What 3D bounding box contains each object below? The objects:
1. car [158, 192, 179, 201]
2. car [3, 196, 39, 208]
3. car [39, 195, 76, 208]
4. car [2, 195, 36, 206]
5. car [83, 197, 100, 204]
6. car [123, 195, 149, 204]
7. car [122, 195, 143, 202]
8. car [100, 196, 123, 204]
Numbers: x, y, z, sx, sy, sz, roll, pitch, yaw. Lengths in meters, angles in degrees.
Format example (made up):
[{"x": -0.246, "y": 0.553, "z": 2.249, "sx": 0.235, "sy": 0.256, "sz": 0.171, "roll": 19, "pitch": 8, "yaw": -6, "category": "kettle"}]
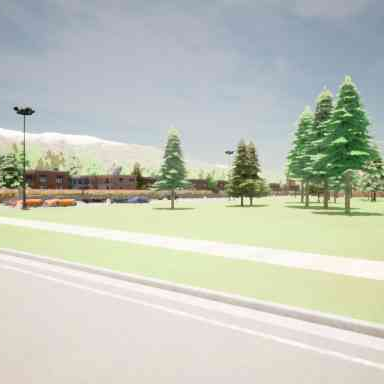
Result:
[{"x": -5.291, "y": 0.924, "z": 74.552, "sx": 2.150, "sy": 2.045, "sz": 5.566, "roll": 0, "pitch": 0, "yaw": 35, "category": "car"}, {"x": -24.021, "y": 1.368, "z": 47.906, "sx": 2.097, "sy": 1.767, "sz": 4.553, "roll": 0, "pitch": 0, "yaw": 35, "category": "car"}, {"x": -19.291, "y": 1.368, "z": 48.568, "sx": 2.097, "sy": 1.767, "sz": 4.553, "roll": 0, "pitch": 0, "yaw": 35, "category": "car"}, {"x": -28.147, "y": 1.370, "z": 54.202, "sx": 2.097, "sy": 1.767, "sz": 4.553, "roll": 0, "pitch": 0, "yaw": 35, "category": "car"}, {"x": -19.457, "y": 1.619, "z": 66.501, "sx": 1.895, "sy": 1.301, "sz": 4.718, "roll": 0, "pitch": 0, "yaw": 35, "category": "car"}, {"x": -9.932, "y": 1.540, "z": 61.924, "sx": 1.812, "sy": 1.442, "sz": 4.674, "roll": 0, "pitch": 0, "yaw": 35, "category": "car"}, {"x": -13.375, "y": 1.507, "z": 75.203, "sx": 1.837, "sy": 1.490, "sz": 4.892, "roll": 0, "pitch": 0, "yaw": 35, "category": "car"}, {"x": -14.175, "y": 1.522, "z": 61.959, "sx": 1.837, "sy": 1.490, "sz": 4.892, "roll": 0, "pitch": 0, "yaw": 35, "category": "car"}]
